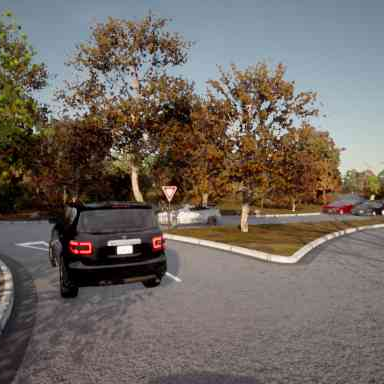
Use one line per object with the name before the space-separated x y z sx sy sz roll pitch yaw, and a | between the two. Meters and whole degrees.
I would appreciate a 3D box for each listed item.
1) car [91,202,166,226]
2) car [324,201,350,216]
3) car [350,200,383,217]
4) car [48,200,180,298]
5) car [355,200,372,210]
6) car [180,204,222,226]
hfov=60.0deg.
car | -4.493 1.520 23.770 4.892 1.490 1.837 0 0 -27
car | 16.679 1.819 37.671 1.882 1.535 5.008 0 0 45
car | 18.880 1.846 35.311 4.892 1.490 1.837 1 0 -45
car | -2.479 1.221 8.894 2.150 2.045 5.566 0 0 -26
car | 26.912 2.022 52.256 1.994 1.385 4.181 0 0 23
car | -0.191 1.563 22.628 4.674 1.442 1.812 0 0 -28
